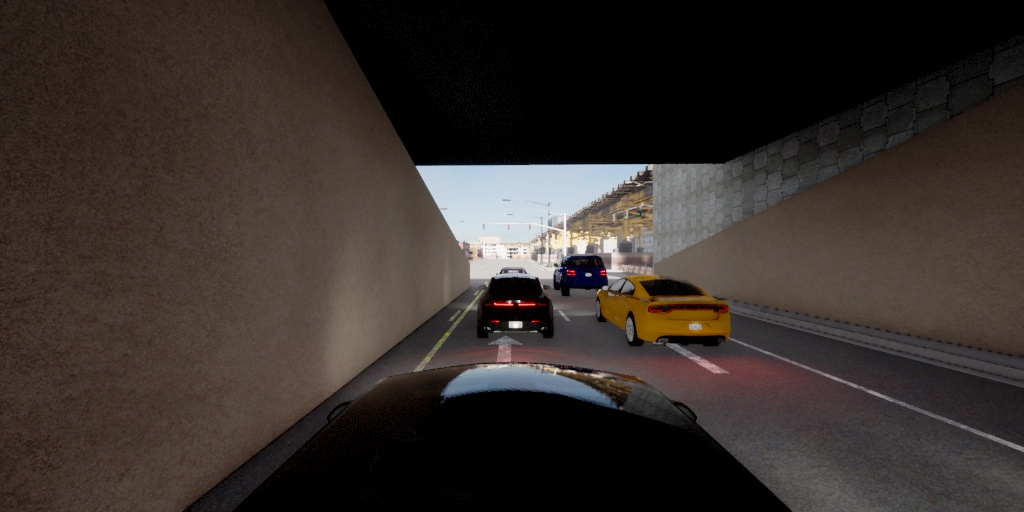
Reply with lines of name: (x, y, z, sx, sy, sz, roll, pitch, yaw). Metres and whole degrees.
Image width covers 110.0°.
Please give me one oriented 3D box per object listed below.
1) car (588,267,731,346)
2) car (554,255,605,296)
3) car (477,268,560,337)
car: (3.574, 1.228, 9.459, 1.882, 1.535, 5.008, 0, 0, 0)
car: (3.568, 0.971, 19.429, 2.150, 2.045, 5.566, 0, 0, 0)
car: (0.076, 1.255, 10.258, 1.837, 1.490, 4.892, 0, 0, 0)
